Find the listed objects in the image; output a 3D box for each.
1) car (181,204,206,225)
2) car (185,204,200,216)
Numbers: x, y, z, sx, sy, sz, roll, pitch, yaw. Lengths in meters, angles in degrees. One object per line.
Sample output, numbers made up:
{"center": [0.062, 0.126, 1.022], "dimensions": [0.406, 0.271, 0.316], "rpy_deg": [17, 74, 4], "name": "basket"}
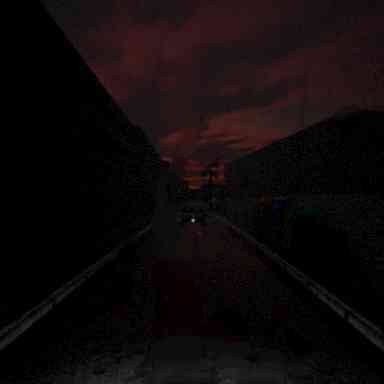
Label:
{"center": [0.085, 1.869, 26.680], "dimensions": [1.895, 1.301, 4.718], "rpy_deg": [0, -1, 0], "name": "car"}
{"center": [0.084, 2.334, 43.322], "dimensions": [1.812, 1.442, 4.674], "rpy_deg": [0, -2, 0], "name": "car"}
